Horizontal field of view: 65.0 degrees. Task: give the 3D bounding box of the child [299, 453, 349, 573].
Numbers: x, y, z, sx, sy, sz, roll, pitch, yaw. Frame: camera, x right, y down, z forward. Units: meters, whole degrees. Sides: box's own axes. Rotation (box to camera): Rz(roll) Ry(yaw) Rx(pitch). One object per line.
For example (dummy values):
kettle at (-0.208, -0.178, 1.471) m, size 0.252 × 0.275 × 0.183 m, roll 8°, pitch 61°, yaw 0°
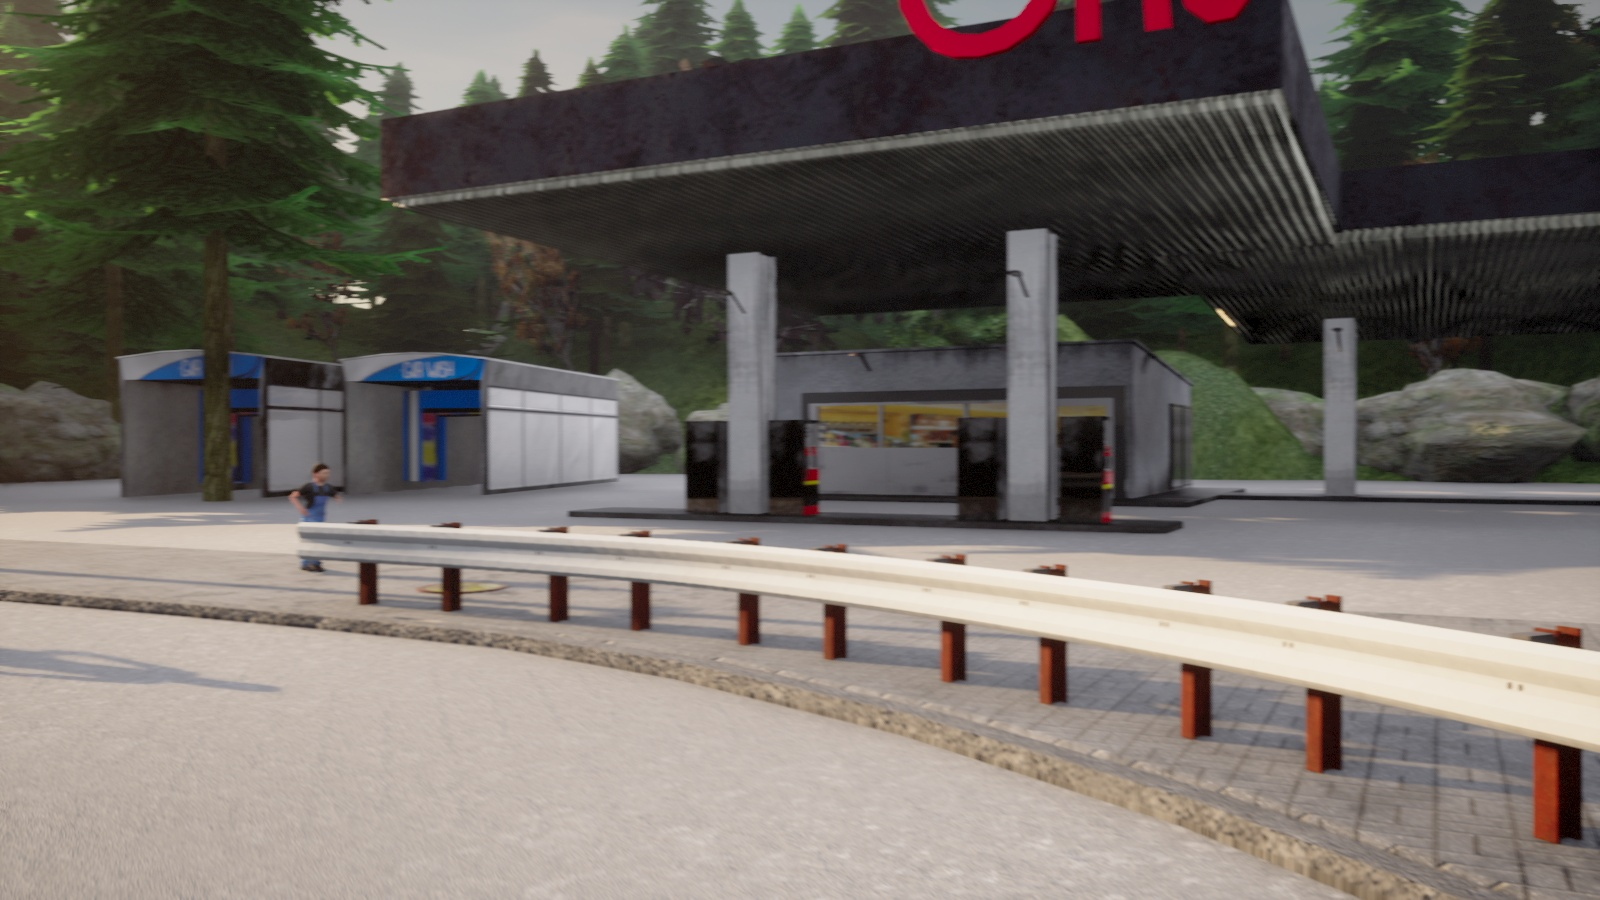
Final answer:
child at (-5.119, 0.666, 13.507) m, size 0.437 × 1.263 × 0.270 m, roll 0°, pitch 0°, yaw 23°
